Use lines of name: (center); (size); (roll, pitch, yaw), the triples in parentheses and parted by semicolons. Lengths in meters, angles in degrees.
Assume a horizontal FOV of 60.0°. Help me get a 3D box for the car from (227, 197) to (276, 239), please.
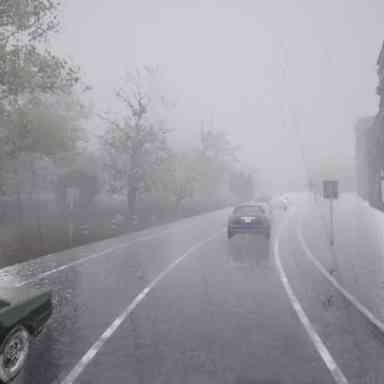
car: (3.218, 1.375, 17.836); (2.097, 1.767, 4.553); (-1, 0, 15)

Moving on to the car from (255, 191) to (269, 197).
car: (10.371, 0.754, 48.456); (2.097, 1.767, 4.553); (-1, 1, 20)

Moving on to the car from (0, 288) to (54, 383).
car: (-3.102, 1.598, 2.693); (1.895, 1.301, 4.718); (0, 0, 4)

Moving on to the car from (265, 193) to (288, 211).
car: (9.198, 1.163, 35.396); (1.812, 1.442, 4.674); (-1, 1, 20)
